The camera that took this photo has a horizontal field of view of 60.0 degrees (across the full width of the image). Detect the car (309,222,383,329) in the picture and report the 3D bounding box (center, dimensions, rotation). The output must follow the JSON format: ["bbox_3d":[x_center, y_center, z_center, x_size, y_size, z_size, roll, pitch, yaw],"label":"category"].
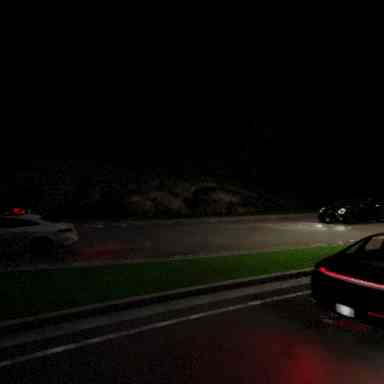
[{"bbox_3d":[4.277,1.446,5.889,4.902,1.511,2.128,0,0,-29],"label":"car"}]

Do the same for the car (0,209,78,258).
[{"bbox_3d":[-6.447,1.468,11.559,4.674,1.442,1.812,0,1,-14],"label":"car"}]

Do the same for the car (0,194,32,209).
[{"bbox_3d":[-11.433,1.139,17.502,5.566,2.045,2.150,0,0,-10],"label":"car"}]

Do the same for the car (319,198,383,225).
[{"bbox_3d":[10.741,1.191,22.342,4.553,1.767,2.097,0,0,-26],"label":"car"}]
